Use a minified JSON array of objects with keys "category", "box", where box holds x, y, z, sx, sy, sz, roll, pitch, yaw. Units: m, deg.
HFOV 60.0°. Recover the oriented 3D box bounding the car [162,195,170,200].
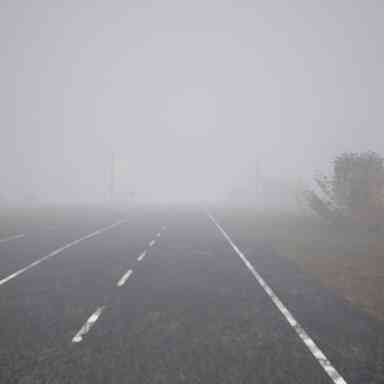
[{"category":"car","box":[-6.959,1.458,88.569,1.895,1.301,4.718,0,0,0]}]
